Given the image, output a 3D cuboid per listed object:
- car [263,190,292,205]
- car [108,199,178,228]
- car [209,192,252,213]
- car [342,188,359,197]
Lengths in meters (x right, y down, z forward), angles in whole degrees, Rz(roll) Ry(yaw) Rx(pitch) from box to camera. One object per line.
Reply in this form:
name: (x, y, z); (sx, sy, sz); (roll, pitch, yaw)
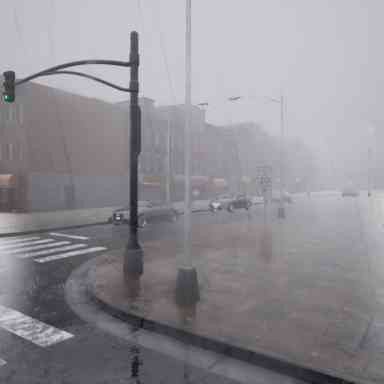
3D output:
car: (9.160, 0.572, 35.293); (1.812, 1.442, 4.674); (0, 2, 36)
car: (-2.640, 1.127, 18.754); (1.994, 1.385, 4.181); (0, 2, 36)
car: (3.193, 0.794, 26.934); (2.128, 1.511, 4.902); (0, 2, 35)
car: (25.047, 0.088, 52.483); (2.033, 1.411, 5.357); (0, 2, 35)
